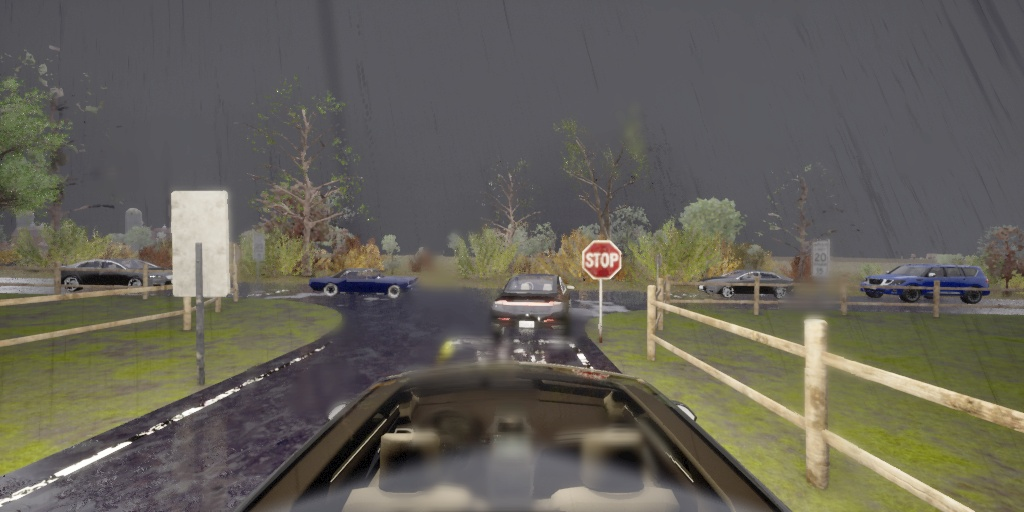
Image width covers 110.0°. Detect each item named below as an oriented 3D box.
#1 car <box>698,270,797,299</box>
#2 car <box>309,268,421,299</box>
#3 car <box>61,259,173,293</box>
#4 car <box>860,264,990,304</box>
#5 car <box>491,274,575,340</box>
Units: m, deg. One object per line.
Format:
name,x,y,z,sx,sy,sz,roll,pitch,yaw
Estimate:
car,13.003,1.525,19.988,4.902,1.511,2.128,1,1,0
car,-6.823,1.248,17.059,4.718,1.301,1.895,1,1,0
car,-18.490,0.885,17.075,4.902,1.511,2.128,1,1,0
car,22.899,1.466,19.977,5.566,2.045,2.150,1,1,0
car,0.706,1.240,10.029,2.128,1.511,4.902,0,0,9
